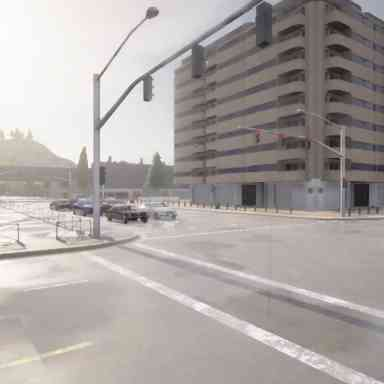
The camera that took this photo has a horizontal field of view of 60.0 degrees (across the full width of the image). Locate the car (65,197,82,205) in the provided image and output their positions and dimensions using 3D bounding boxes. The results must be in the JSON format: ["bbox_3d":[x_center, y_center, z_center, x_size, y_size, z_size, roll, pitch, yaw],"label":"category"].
[{"bbox_3d":[-22.117,1.619,62.117,1.994,1.385,4.181,0,0,-35],"label":"car"}]

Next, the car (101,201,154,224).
[{"bbox_3d":[-5.059,1.656,25.582,1.895,1.301,4.718,0,0,-35],"label":"car"}]

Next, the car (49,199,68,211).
[{"bbox_3d":[-16.374,1.656,41.576,1.895,1.301,4.718,0,0,-35],"label":"car"}]

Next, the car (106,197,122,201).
[{"bbox_3d":[-8.471,1.560,36.457,1.837,1.490,4.892,0,0,-35],"label":"car"}]

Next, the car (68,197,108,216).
[{"bbox_3d":[-10.474,1.533,33.227,1.882,1.535,5.008,0,0,-35],"label":"car"}]

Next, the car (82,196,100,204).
[{"bbox_3d":[-19.709,1.533,64.773,1.882,1.535,5.008,0,0,-35],"label":"car"}]

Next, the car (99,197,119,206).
[{"bbox_3d":[-14.310,1.581,57.149,1.812,1.442,4.674,0,0,-35],"label":"car"}]

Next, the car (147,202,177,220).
[{"bbox_3d":[-3.112,1.581,28.916,1.812,1.442,4.674,0,0,-35],"label":"car"}]

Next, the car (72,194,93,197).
[{"bbox_3d":[-15.077,1.279,45.798,2.150,2.045,5.566,0,0,-35],"label":"car"}]
